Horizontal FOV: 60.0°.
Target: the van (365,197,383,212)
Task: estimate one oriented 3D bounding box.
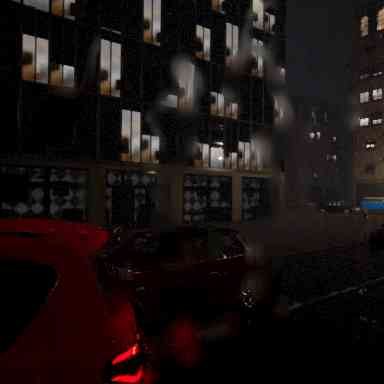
[{"bbox_3d":[22.192,1.524,39.643,1.690,1.788,3.998,0,-1,-35],"label":"van"}]

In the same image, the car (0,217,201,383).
[{"bbox_3d":[-2.852,1.221,1.341,5.566,2.045,2.150,0,0,-35],"label":"car"}]

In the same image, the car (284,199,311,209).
[{"bbox_3d":[15.762,1.787,48.896,1.752,1.417,4.829,0,-1,-35],"label":"car"}]

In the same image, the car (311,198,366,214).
[{"bbox_3d":[15.306,1.620,34.864,2.008,1.369,4.403,0,-1,-35],"label":"car"}]

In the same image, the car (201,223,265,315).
[{"bbox_3d":[-0.607,1.441,6.112,4.097,1.590,1.967,0,1,-35],"label":"car"}]

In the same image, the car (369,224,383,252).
[{"bbox_3d":[8.468,1.567,12.588,4.313,1.339,1.947,0,1,-35],"label":"car"}]
